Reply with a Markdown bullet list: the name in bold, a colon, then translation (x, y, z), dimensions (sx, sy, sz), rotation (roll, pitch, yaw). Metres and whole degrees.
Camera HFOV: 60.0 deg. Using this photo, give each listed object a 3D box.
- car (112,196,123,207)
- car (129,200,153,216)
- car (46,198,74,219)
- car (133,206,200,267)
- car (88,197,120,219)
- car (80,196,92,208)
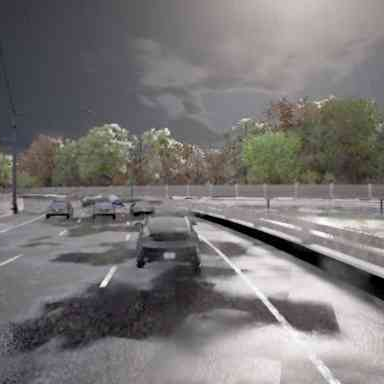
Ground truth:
- **car**: translation (-11.250, 1.363, 47.929), dimensions (1.812, 1.442, 4.674), rotation (0, 0, -25)
- **car**: translation (-4.594, 1.453, 30.431), dimensions (1.994, 1.385, 4.181), rotation (0, 0, -16)
- **car**: translation (-11.094, 1.466, 28.035), dimensions (2.033, 1.411, 5.357), rotation (0, 0, -16)
- **car**: translation (-0.860, 1.460, 11.342), dimensions (1.837, 1.490, 4.892), rotation (0, 0, -6)
- **car**: translation (-7.414, 1.455, 27.930), dimensions (2.033, 1.411, 5.357), rotation (0, 0, -16)
- **car**: translation (-14.461, 1.361, 46.529), dimensions (1.837, 1.490, 4.892), rotation (0, 1, -25)
